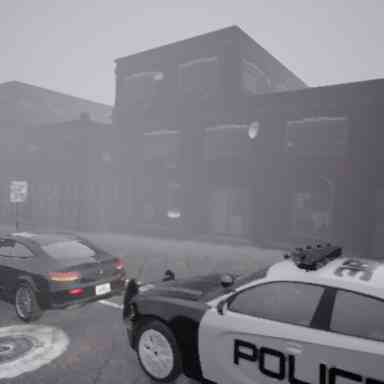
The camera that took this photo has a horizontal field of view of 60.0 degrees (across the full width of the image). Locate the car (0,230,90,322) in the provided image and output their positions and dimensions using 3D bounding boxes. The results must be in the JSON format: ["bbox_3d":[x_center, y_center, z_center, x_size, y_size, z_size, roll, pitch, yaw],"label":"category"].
[{"bbox_3d":[-3.447,1.571,7.300,4.674,1.442,1.812,0,0,36],"label":"car"}]

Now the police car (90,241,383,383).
[{"bbox_3d":[1.312,1.453,3.821,5.238,1.638,1.930,0,0,36],"label":"police car"}]
